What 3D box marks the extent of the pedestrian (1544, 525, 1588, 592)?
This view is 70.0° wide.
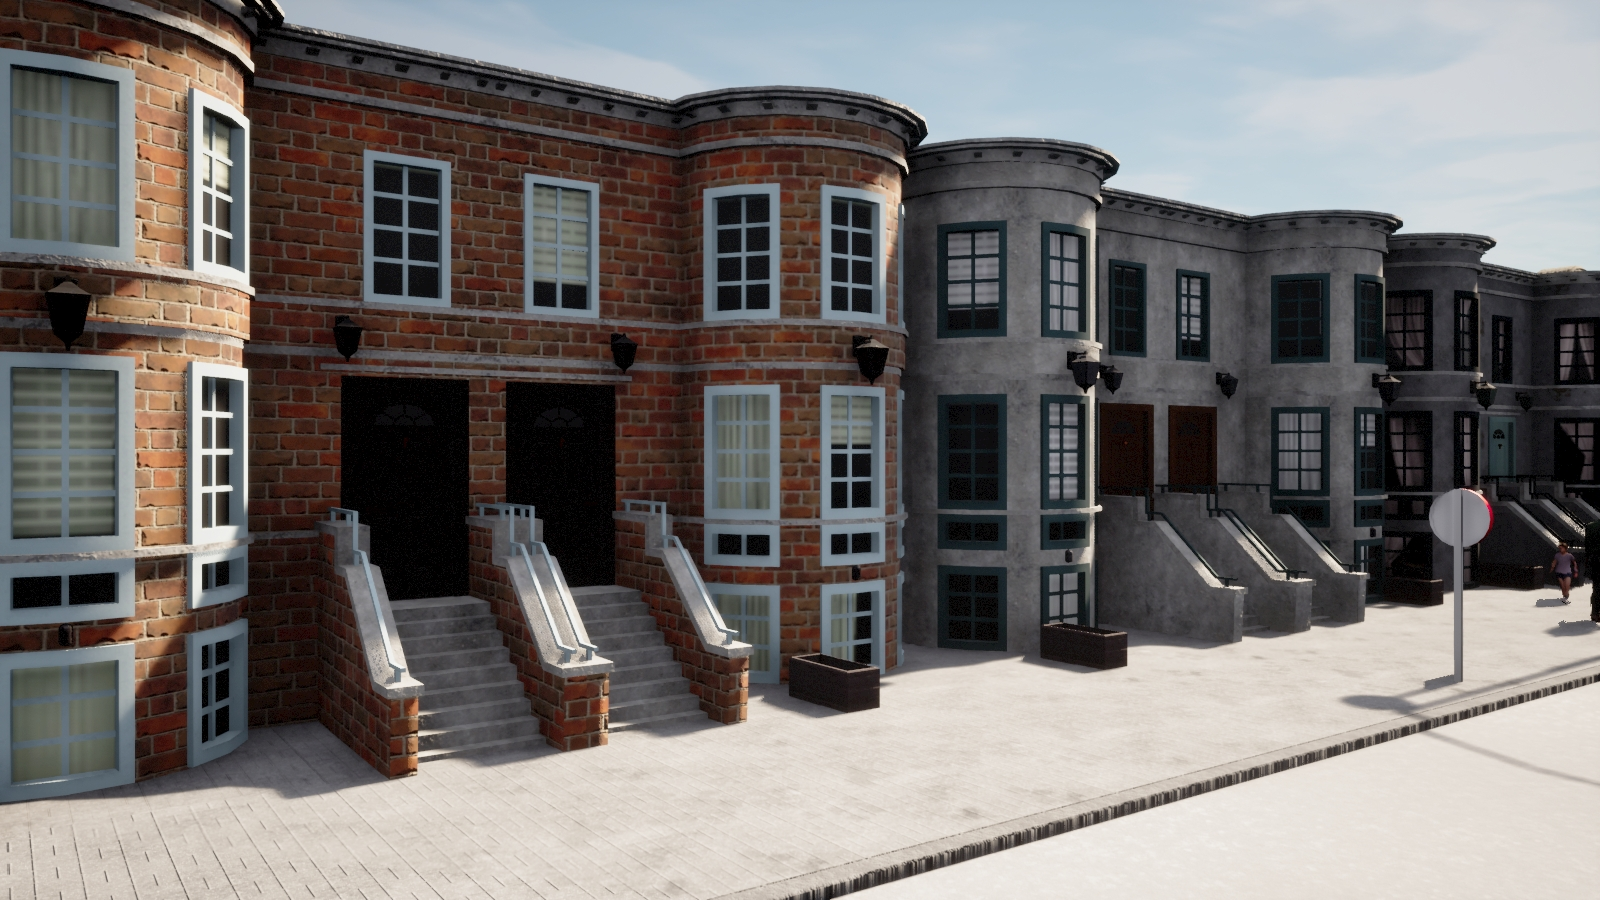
[{"bbox_3d":[13.511,1.904,20.153,0.500,1.100,0.500,0,0,-36],"label":"pedestrian"}]

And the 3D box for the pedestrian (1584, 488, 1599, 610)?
[{"bbox_3d":[12.413,1.524,17.625,0.375,1.860,0.375,0,0,-11],"label":"pedestrian"}]
